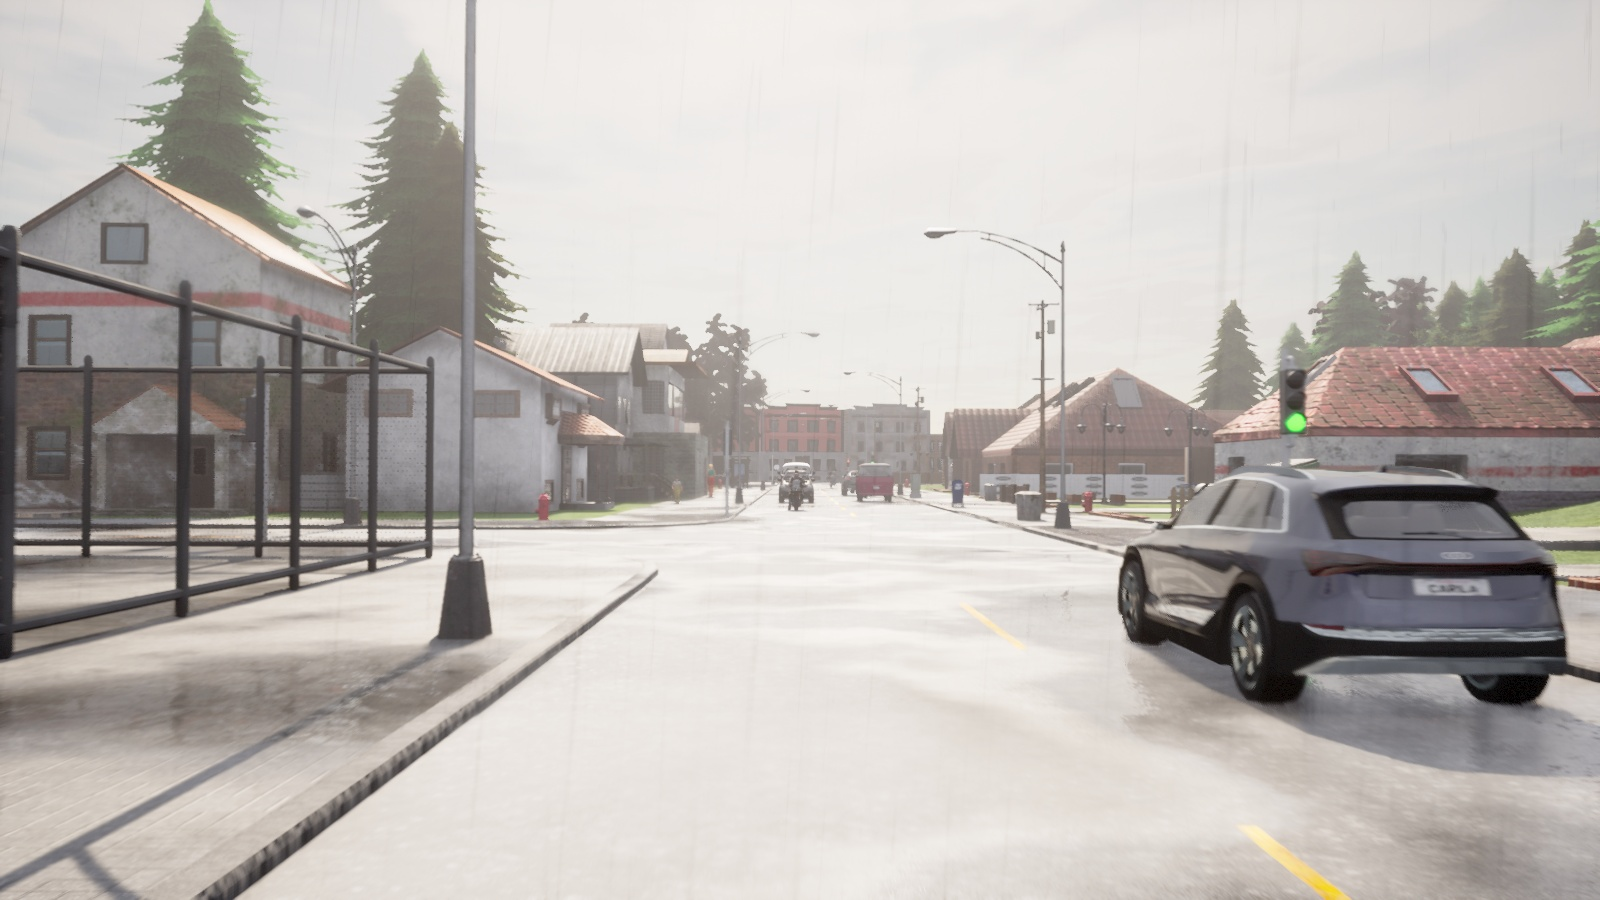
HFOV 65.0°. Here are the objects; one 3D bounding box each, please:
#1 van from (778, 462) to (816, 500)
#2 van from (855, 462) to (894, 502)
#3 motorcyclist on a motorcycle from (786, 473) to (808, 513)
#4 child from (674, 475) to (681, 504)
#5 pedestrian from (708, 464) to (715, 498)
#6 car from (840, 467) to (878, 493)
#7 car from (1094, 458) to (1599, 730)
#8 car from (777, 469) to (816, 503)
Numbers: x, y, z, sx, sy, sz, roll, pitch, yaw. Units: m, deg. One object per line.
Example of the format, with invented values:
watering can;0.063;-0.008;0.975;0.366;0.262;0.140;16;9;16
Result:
van;-0.187;1.729;71.075;2.069;2.038;4.480;0;-1;0
van;3.829;1.639;65.115;1.775;1.987;4.442;0;-1;0
motorcyclist on a motorcycle;-0.131;1.686;49.902;0.866;1.530;2.191;0;-1;0
child;-5.374;1.749;55.145;0.270;1.263;0.437;0;-1;0
pedestrian;-4.808;1.686;68.272;0.345;1.836;0.594;0;-1;0
car;3.787;1.940;81.353;2.152;1.651;5.027;0;-1;0
car;3.974;0.899;10.100;2.033;1.649;4.856;0;-1;0
car;-0.163;1.761;62.588;1.851;1.617;3.988;0;-1;0
